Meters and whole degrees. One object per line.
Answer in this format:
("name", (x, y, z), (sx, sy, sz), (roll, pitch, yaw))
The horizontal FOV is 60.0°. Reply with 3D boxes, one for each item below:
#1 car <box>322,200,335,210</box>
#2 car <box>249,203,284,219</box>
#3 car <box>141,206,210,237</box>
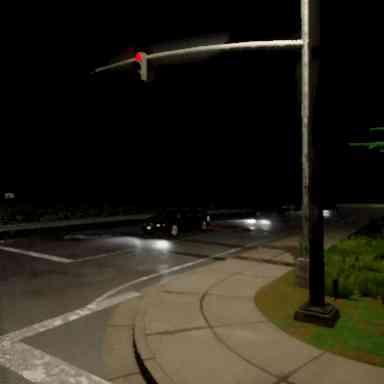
("car", (17.989, 1.684, 45.316), (1.895, 1.301, 4.718), (-1, 0, 37))
("car", (6.735, 1.644, 29.820), (1.994, 1.385, 4.181), (-1, 0, 35))
("car", (-0.815, 1.584, 18.903), (1.837, 1.490, 4.892), (-1, 0, 35))
